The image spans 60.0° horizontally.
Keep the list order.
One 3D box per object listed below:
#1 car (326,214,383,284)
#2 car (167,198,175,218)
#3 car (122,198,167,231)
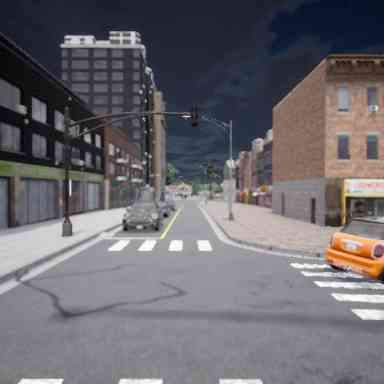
[{"bbox_3d":[6.228,1.498,9.455,4.553,1.767,2.097,1,1,-19],"label":"car"},{"bbox_3d":[-3.003,1.566,31.088,2.033,1.411,5.357,0,0,0],"label":"car"},{"bbox_3d":[-2.911,1.343,20.452,2.097,1.767,4.553,0,0,-1],"label":"car"}]
